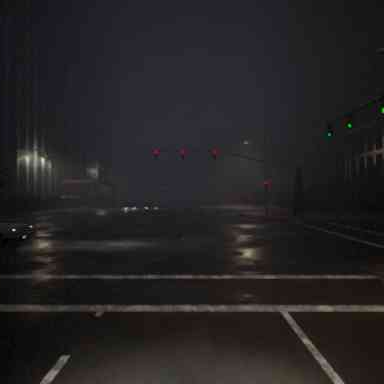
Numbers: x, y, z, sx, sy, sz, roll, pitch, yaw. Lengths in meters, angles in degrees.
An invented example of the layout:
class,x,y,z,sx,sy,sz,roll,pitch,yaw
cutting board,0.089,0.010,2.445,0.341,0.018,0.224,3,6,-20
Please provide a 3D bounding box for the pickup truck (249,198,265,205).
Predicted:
class,x,y,z,sx,sy,sz,roll,pitch,yaw
pickup truck,13.140,1.524,65.187,2.390,2.098,6.274,0,0,31

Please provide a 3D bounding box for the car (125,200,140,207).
class,x,y,z,sx,sy,sz,roll,pitch,yaw
car,-10.542,2.020,58.709,1.895,1.301,4.718,0,0,1

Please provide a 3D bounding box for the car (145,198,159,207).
class,x,y,z,sx,sy,sz,roll,pitch,yaw
car,-7.045,1.772,58.803,2.097,1.767,4.553,0,0,0

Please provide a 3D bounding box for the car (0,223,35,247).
class,x,y,z,sx,sy,sz,roll,pitch,yaw
car,-9.697,1.703,14.915,4.718,1.301,1.895,0,0,1
